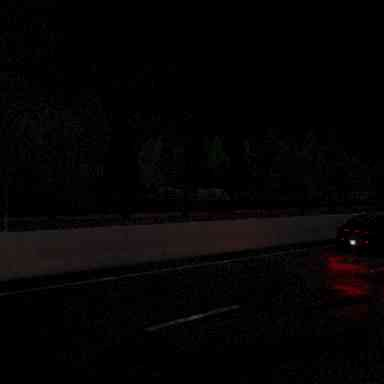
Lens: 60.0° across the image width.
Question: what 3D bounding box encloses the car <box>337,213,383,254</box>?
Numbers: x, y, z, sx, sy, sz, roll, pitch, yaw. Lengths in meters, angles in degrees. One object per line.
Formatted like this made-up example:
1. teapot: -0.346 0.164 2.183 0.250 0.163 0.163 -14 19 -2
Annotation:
1. car: 8.001 1.640 13.861 4.892 1.490 1.837 0 0 -35
